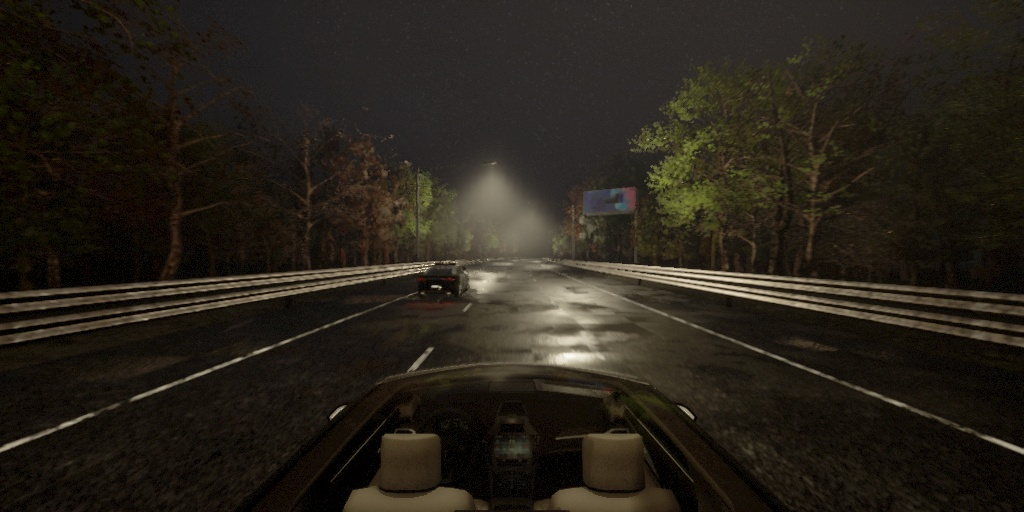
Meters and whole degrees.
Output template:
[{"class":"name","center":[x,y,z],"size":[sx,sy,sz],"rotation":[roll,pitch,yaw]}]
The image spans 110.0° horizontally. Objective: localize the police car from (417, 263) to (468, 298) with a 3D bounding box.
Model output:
[{"class":"police car","center":[-3.450,1.182,18.714],"size":[1.930,1.638,5.238],"rotation":[0,0,0]}]
